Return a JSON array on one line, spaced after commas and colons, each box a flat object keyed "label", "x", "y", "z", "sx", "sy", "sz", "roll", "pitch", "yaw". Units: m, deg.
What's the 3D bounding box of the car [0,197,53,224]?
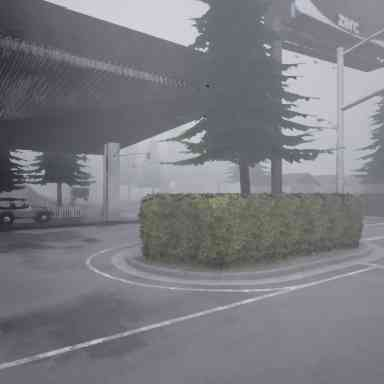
[{"label": "car", "x": -12.015, "y": 1.313, "z": 23.453, "sx": 3.866, "sy": 1.878, "sz": 1.905, "roll": 0, "pitch": 0, "yaw": -36}]
